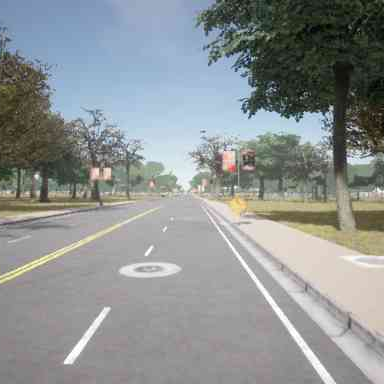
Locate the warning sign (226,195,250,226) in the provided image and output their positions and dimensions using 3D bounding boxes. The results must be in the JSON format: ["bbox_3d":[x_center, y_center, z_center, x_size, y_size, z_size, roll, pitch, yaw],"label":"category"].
[{"bbox_3d":[2.843,1.098,20.656,1.300,1.860,1.060,0,0,0],"label":"warning sign"}]
